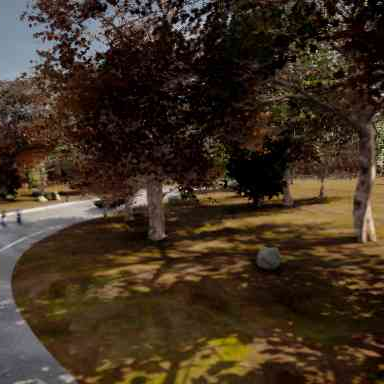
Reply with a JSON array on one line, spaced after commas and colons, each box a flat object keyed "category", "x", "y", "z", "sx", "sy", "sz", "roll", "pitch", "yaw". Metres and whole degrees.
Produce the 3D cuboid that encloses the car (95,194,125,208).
[{"category": "car", "x": -8.116, "y": 0.854, "z": 34.426, "sx": 1.895, "sy": 1.301, "sz": 4.718, "roll": 0, "pitch": 4, "yaw": 11}]
